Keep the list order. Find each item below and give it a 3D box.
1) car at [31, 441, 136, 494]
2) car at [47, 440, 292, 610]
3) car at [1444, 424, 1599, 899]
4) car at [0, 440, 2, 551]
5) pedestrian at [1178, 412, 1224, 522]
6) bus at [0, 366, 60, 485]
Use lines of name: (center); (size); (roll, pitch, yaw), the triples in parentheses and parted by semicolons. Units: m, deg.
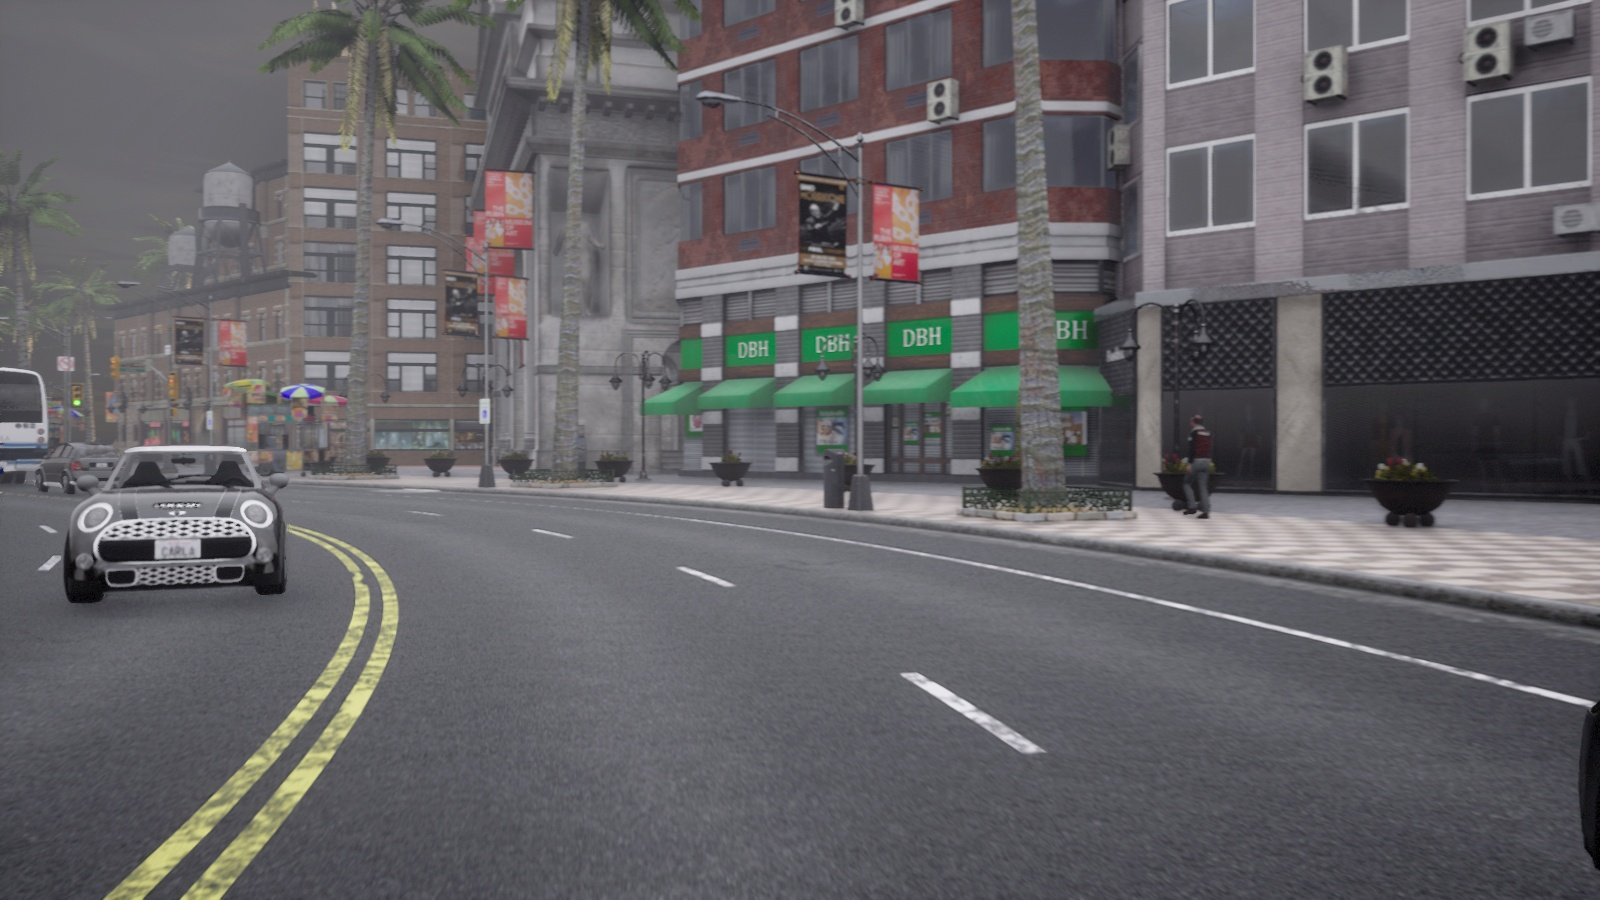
car: (-22.092, 0.512, 38.681); (3.705, 1.549, 1.789); (0, 1, 43)
car: (-6.371, 0.640, 13.047); (1.970, 1.475, 3.806); (0, 0, -23)
car: (3.391, 0.691, 1.893); (2.128, 1.511, 4.902); (0, 0, -3)
car: (-13.227, 0.621, 18.911); (1.882, 1.535, 5.008); (0, 0, -34)
pedestrian: (6.900, 0.279, 21.603); (0.376, 1.854, 0.720); (0, 0, -22)
bus: (-32.383, -0.895, 48.381); (10.273, 4.253, 3.944); (0, 0, 43)
